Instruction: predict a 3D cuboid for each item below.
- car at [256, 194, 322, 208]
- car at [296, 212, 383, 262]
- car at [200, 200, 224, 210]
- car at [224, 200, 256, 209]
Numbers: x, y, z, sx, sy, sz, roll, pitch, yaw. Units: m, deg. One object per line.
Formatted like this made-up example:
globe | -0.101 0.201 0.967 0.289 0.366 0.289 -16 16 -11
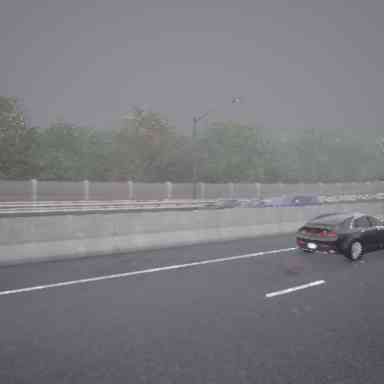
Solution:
car | 8.081 1.170 26.688 5.566 2.045 2.150 0 0 -34
car | 5.872 1.497 12.152 4.892 1.490 1.837 0 0 -35
car | 3.303 1.480 31.904 5.357 1.411 2.033 0 0 -34
car | 5.603 1.431 29.227 4.902 1.511 2.128 0 0 -34
